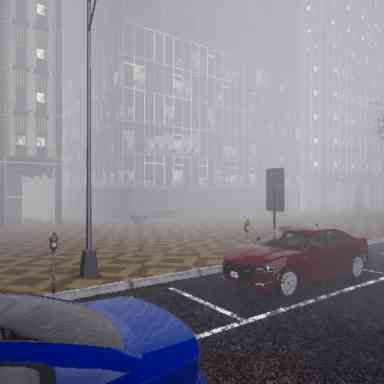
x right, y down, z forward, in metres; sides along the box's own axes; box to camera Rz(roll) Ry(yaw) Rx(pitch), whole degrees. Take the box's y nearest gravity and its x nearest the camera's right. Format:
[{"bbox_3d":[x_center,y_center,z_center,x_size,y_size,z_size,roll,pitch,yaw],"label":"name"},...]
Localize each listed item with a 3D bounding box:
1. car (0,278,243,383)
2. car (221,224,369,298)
[{"bbox_3d":[-2.218,1.477,1.793,5.008,1.535,1.882,0,0,-36],"label":"car"},{"bbox_3d":[2.748,1.545,8.527,4.507,1.381,1.887,0,0,-36],"label":"car"}]
